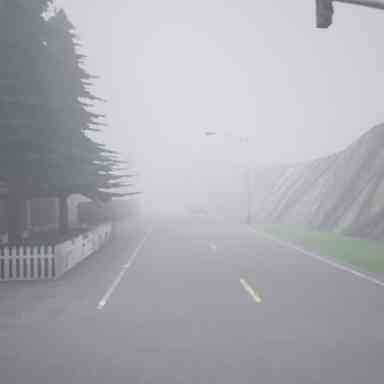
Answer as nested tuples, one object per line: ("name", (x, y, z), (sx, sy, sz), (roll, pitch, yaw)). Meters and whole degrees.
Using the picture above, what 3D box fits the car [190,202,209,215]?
("car", (1.111, 2.312, 44.448), (1.895, 1.301, 4.718), (-1, -1, -3))
